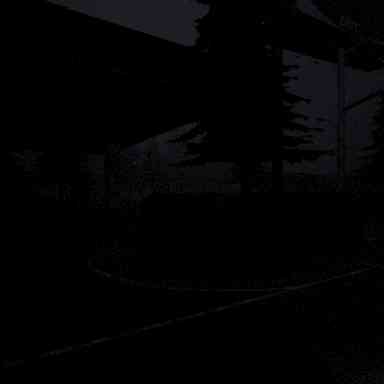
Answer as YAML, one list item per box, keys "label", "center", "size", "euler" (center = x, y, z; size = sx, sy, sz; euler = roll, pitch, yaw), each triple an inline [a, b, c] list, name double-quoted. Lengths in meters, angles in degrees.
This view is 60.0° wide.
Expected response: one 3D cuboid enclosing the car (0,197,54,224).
- label: "car"
  center: [-11.959, 1.313, 23.487]
  size: [3.866, 1.878, 1.905]
  euler: [0, 0, -36]
